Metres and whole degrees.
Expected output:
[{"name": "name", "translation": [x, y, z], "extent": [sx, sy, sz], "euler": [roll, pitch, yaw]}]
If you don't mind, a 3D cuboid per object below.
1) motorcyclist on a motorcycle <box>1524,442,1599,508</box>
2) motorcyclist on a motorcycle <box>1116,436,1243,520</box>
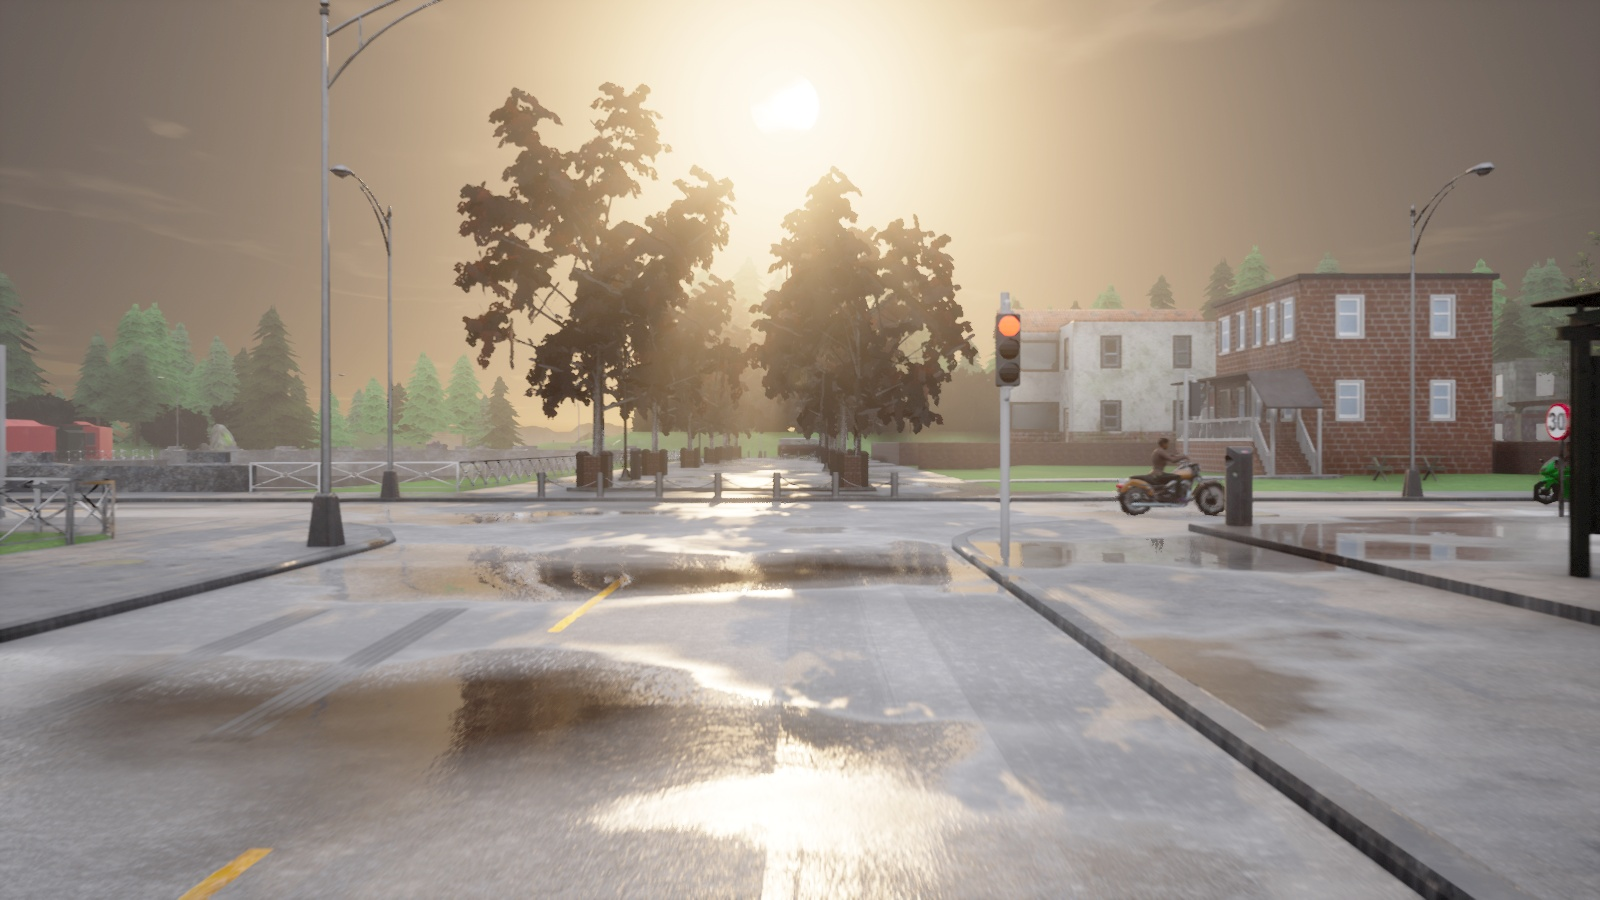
[{"name": "motorcyclist on a motorcycle", "translation": [18.253, 0.577, 29.490], "extent": [2.044, 1.523, 0.797], "euler": [0, 0, 0]}, {"name": "motorcyclist on a motorcycle", "translation": [7.673, 0.552, 25.452], "extent": [2.350, 1.649, 0.766], "euler": [-1, 1, -7]}]
